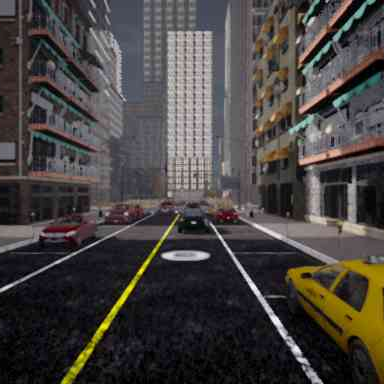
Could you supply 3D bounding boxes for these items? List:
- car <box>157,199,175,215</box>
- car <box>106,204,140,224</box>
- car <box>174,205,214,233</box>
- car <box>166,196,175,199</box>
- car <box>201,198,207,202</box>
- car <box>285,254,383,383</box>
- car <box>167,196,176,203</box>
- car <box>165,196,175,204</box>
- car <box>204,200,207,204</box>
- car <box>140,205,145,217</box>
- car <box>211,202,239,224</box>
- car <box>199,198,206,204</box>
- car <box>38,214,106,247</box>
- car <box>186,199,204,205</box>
[{"bbox_3d":[-2.995,1.895,39.569,1.812,1.442,4.674,0,-1,0],"label":"car"},{"bbox_3d":[-5.696,1.685,26.880,1.967,1.590,4.097,-1,-1,0],"label":"car"},{"bbox_3d":[0.102,1.758,21.238,1.994,1.385,4.181,0,0,0],"label":"car"},{"bbox_3d":[-5.687,2.294,81.437,1.887,1.381,4.507,-1,-1,0],"label":"car"},{"bbox_3d":[2.692,2.190,81.436,1.967,1.590,4.097,-1,-1,0],"label":"car"},{"bbox_3d":[2.683,1.571,4.941,1.752,1.417,4.829,-1,-1,0],"label":"car"},{"bbox_3d":[-5.687,2.168,92.559,2.192,1.841,5.009,-1,-1,0],"label":"car"},{"bbox_3d":[-5.688,2.116,86.999,2.192,1.841,5.009,-1,-1,0],"label":"car"},{"bbox_3d":[2.687,1.873,38.081,1.752,1.417,4.829,-1,-1,0],"label":"car"},{"bbox_3d":[-5.694,1.840,32.403,1.887,1.381,4.507,-1,-1,0],"label":"car"},{"bbox_3d":[2.686,1.790,26.864,1.887,1.381,4.507,-1,-1,0],"label":"car"},{"bbox_3d":[2.694,2.329,87.164,1.752,1.417,4.829,-1,-1,0],"label":"car"},{"bbox_3d":[-5.696,1.726,15.833,1.802,1.307,4.206,-1,-1,0],"label":"car"},{"bbox_3d":[0.086,1.846,37.489,1.837,1.490,4.892,0,-1,-1],"label":"car"}]
